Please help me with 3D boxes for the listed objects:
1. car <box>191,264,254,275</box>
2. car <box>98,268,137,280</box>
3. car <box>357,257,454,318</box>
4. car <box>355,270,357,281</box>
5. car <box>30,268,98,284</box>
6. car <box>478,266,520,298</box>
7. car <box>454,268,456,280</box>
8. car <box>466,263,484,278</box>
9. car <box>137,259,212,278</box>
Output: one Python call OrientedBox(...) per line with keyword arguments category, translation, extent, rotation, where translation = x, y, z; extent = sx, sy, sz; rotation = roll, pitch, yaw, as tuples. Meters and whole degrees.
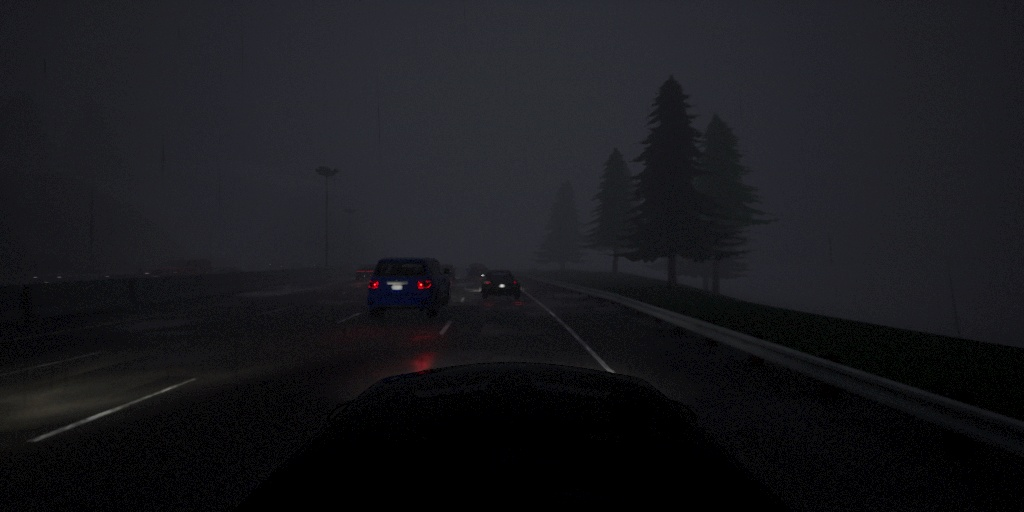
OrientedBox(category="car", translation=(-23.707, 1.578, 29.595), extent=(1.994, 1.385, 4.181), rotation=(0, -1, -11))
OrientedBox(category="car", translation=(-30.836, 1.626, 29.770), extent=(1.895, 1.301, 4.718), rotation=(0, 0, -12))
OrientedBox(category="car", translation=(-3.700, 1.076, 13.727), extent=(2.150, 2.045, 5.566), rotation=(0, 0, -3))
OrientedBox(category="car", translation=(-13.626, 1.543, 34.269), extent=(1.837, 1.490, 4.892), rotation=(1, 0, -12))
OrientedBox(category="car", translation=(-34.061, 1.617, 28.057), extent=(1.895, 1.301, 4.718), rotation=(0, 0, -11))
OrientedBox(category="car", translation=(-0.708, 1.462, 19.685), extent=(1.994, 1.385, 4.181), rotation=(0, 0, -6))
OrientedBox(category="car", translation=(-6.464, 1.533, 34.357), extent=(1.837, 1.490, 4.892), rotation=(1, 0, -12))
OrientedBox(category="car", translation=(-3.936, 1.541, 39.331), extent=(1.882, 1.535, 5.008), rotation=(1, 0, -14))
OrientedBox(category="car", translation=(-27.262, 1.243, 29.706), extent=(2.150, 2.045, 5.566), rotation=(0, -1, -11))
